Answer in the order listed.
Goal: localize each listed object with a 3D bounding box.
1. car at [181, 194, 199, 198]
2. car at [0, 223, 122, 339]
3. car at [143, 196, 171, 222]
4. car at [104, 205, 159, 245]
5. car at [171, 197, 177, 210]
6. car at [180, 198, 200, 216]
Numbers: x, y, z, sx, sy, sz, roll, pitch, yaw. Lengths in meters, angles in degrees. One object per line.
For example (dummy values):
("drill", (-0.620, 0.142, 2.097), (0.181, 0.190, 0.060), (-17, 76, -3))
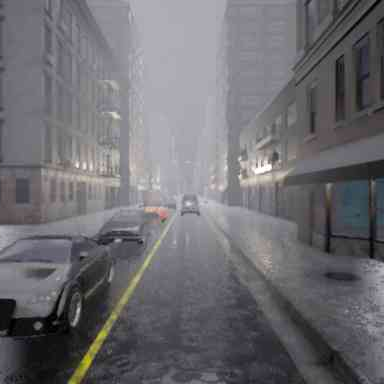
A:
("car", (-0.278, 1.257, 46.058), (2.150, 2.045, 5.566), (0, 0, -1))
("car", (-2.892, 1.575, 6.668), (1.994, 1.385, 4.181), (0, 0, 0))
("car", (-3.019, 1.378, 26.112), (2.097, 1.767, 4.553), (0, 0, -1))
("car", (-2.973, 1.566, 16.019), (2.033, 1.411, 5.357), (0, 0, 0))
("car", (-3.113, 1.398, 44.305), (2.097, 1.767, 4.553), (0, 0, 0))
("car", (-0.169, 1.571, 32.642), (2.033, 1.411, 5.357), (0, 0, 0))
